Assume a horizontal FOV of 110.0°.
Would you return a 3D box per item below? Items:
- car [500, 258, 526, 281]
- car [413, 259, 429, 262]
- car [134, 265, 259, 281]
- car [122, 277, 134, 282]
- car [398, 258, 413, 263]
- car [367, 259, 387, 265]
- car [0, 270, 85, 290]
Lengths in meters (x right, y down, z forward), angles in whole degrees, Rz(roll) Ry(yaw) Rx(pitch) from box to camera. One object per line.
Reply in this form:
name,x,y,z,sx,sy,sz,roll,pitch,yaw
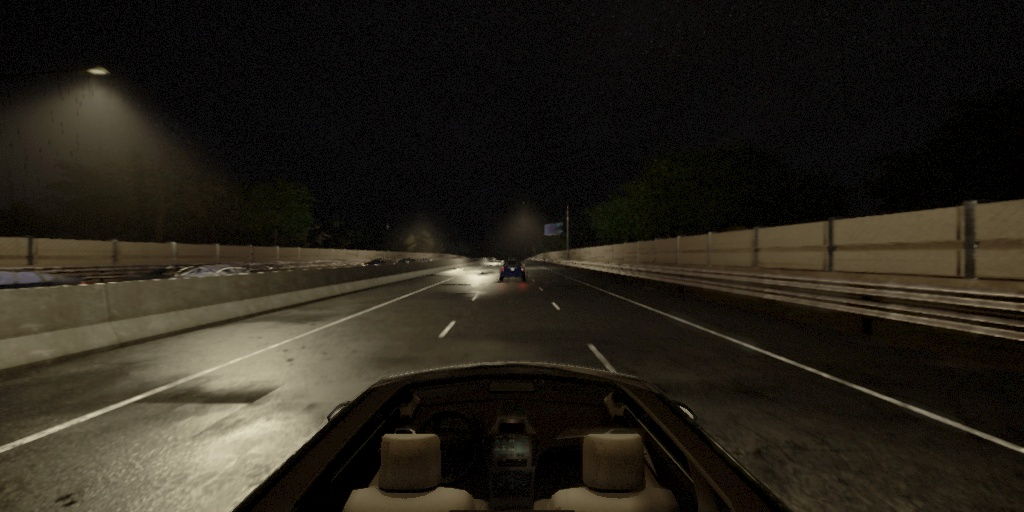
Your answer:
car,0.055,1.083,30.416,2.097,1.767,4.553,0,0,0
car,-14.066,1.270,58.694,2.033,1.411,5.357,0,0,0
car,-14.101,1.223,16.933,2.128,1.511,4.902,0,0,0
car,-17.597,1.233,18.918,1.837,1.490,4.892,0,0,0
car,-17.571,1.058,60.018,2.097,1.767,4.553,0,0,0
car,-21.075,1.226,56.164,1.837,1.490,4.892,0,0,0
car,-21.106,1.276,14.606,2.033,1.411,5.357,0,0,0
